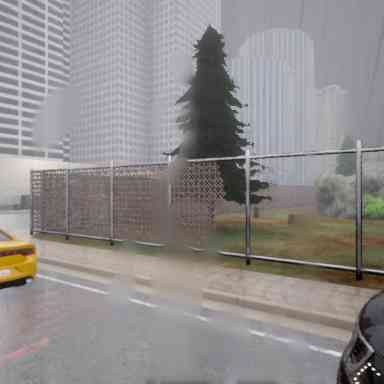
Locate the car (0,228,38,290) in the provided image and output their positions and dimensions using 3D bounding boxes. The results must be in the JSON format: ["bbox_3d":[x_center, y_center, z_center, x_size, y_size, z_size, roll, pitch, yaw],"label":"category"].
[{"bbox_3d":[-5.797,1.478,8.106,5.008,1.535,1.882,0,0,35],"label":"car"}]

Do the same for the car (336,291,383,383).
[{"bbox_3d":[3.647,1.224,1.440,5.566,2.045,2.150,0,0,35],"label":"car"}]
